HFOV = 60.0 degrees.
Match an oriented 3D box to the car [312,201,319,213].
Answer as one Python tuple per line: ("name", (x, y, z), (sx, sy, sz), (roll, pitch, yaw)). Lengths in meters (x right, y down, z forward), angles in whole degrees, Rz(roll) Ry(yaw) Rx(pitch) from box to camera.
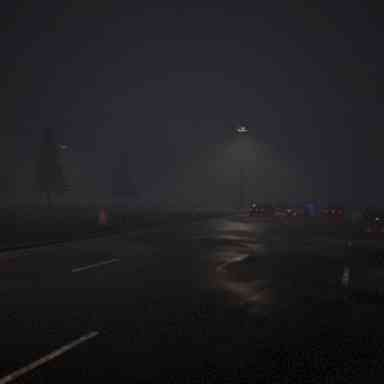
("car", (15.565, 1.928, 43.827), (1.882, 1.535, 5.008), (1, 0, 27))

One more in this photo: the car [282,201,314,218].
("car", (11.182, 1.945, 34.876), (1.895, 1.301, 4.718), (1, 0, 27))

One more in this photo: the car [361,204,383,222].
("car", (16.395, 1.975, 29.653), (1.895, 1.301, 4.718), (1, 0, 27))

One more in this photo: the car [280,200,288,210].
("car", (12.215, 1.923, 44.960), (1.837, 1.490, 4.892), (1, 0, 27))

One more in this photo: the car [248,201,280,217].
("car", (7.529, 1.851, 35.396), (2.033, 1.411, 5.357), (1, 0, 26))

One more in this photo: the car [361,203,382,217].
("car", (20.961, 2.049, 38.974), (1.994, 1.385, 4.181), (1, 0, 26))

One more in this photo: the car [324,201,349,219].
("car", (14.332, 1.919, 33.351), (2.033, 1.411, 5.357), (1, 0, 27))
